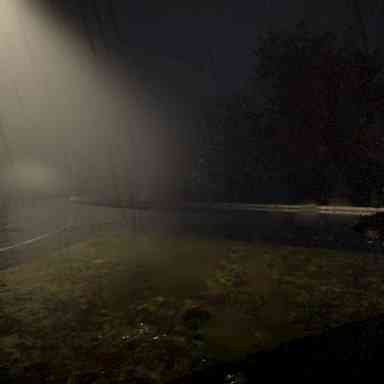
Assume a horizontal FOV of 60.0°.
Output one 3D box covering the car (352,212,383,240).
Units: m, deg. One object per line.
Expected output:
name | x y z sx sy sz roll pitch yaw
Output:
car | 10.775 1.743 17.048 4.674 1.442 1.812 1 0 30
